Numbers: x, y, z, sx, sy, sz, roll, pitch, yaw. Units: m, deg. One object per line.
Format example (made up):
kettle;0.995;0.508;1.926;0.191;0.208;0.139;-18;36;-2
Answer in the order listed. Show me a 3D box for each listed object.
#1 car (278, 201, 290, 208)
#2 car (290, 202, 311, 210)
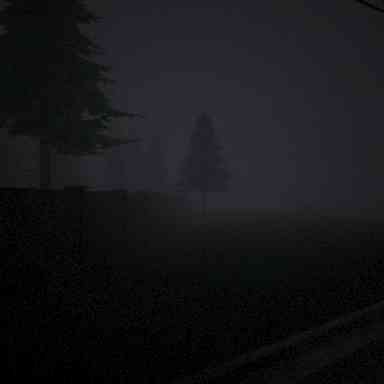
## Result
car;19.351;2.546;69.206;1.837;1.490;4.892;0;-1;-1
car;19.621;2.467;59.286;1.994;1.385;4.181;0;-1;-1
